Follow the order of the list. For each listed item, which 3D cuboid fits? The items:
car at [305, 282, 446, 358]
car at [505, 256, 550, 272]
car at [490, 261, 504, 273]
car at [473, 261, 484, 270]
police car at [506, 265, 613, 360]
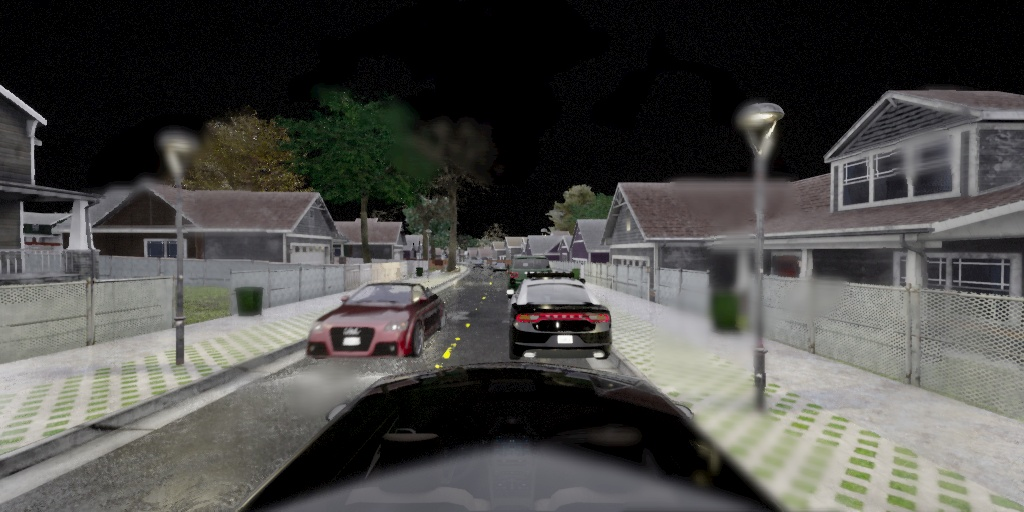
[{"bbox_3d":[-2.817,1.318,8.310,1.994,1.385,4.181,0,0,0],"label":"car"},{"bbox_3d":[0.841,1.001,18.490,2.150,2.045,5.566,0,0,-1],"label":"car"},{"bbox_3d":[-1.522,1.477,47.483,1.994,1.385,4.181,0,0,-4],"label":"car"},{"bbox_3d":[-5.901,1.617,62.337,2.033,1.411,5.357,0,-1,-7],"label":"car"},{"bbox_3d":[0.896,1.180,8.516,1.930,1.638,5.238,0,0,0],"label":"police car"}]
